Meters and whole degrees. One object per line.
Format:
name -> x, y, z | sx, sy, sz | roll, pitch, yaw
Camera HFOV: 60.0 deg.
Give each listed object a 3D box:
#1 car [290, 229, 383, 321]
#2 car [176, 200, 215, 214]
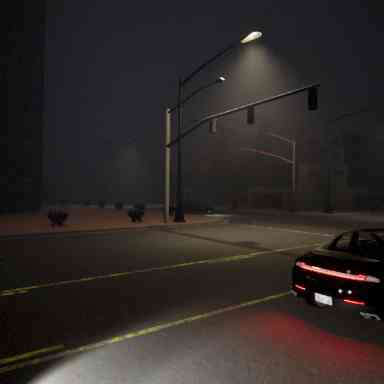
car -> 4.080, 1.503, 6.715 | 4.902, 1.511, 2.128 | 0, 0, -35
car -> 0.243, 1.624, 36.043 | 2.033, 1.411, 5.357 | 1, -1, -35
